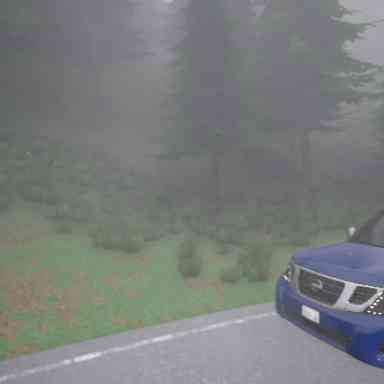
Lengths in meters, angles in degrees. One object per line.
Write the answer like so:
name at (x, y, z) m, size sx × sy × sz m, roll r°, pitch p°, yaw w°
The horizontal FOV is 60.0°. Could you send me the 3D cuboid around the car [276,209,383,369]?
car at (4.064, 1.210, 5.318) m, size 5.566 × 2.045 × 2.150 m, roll 0°, pitch 1°, yaw -23°
